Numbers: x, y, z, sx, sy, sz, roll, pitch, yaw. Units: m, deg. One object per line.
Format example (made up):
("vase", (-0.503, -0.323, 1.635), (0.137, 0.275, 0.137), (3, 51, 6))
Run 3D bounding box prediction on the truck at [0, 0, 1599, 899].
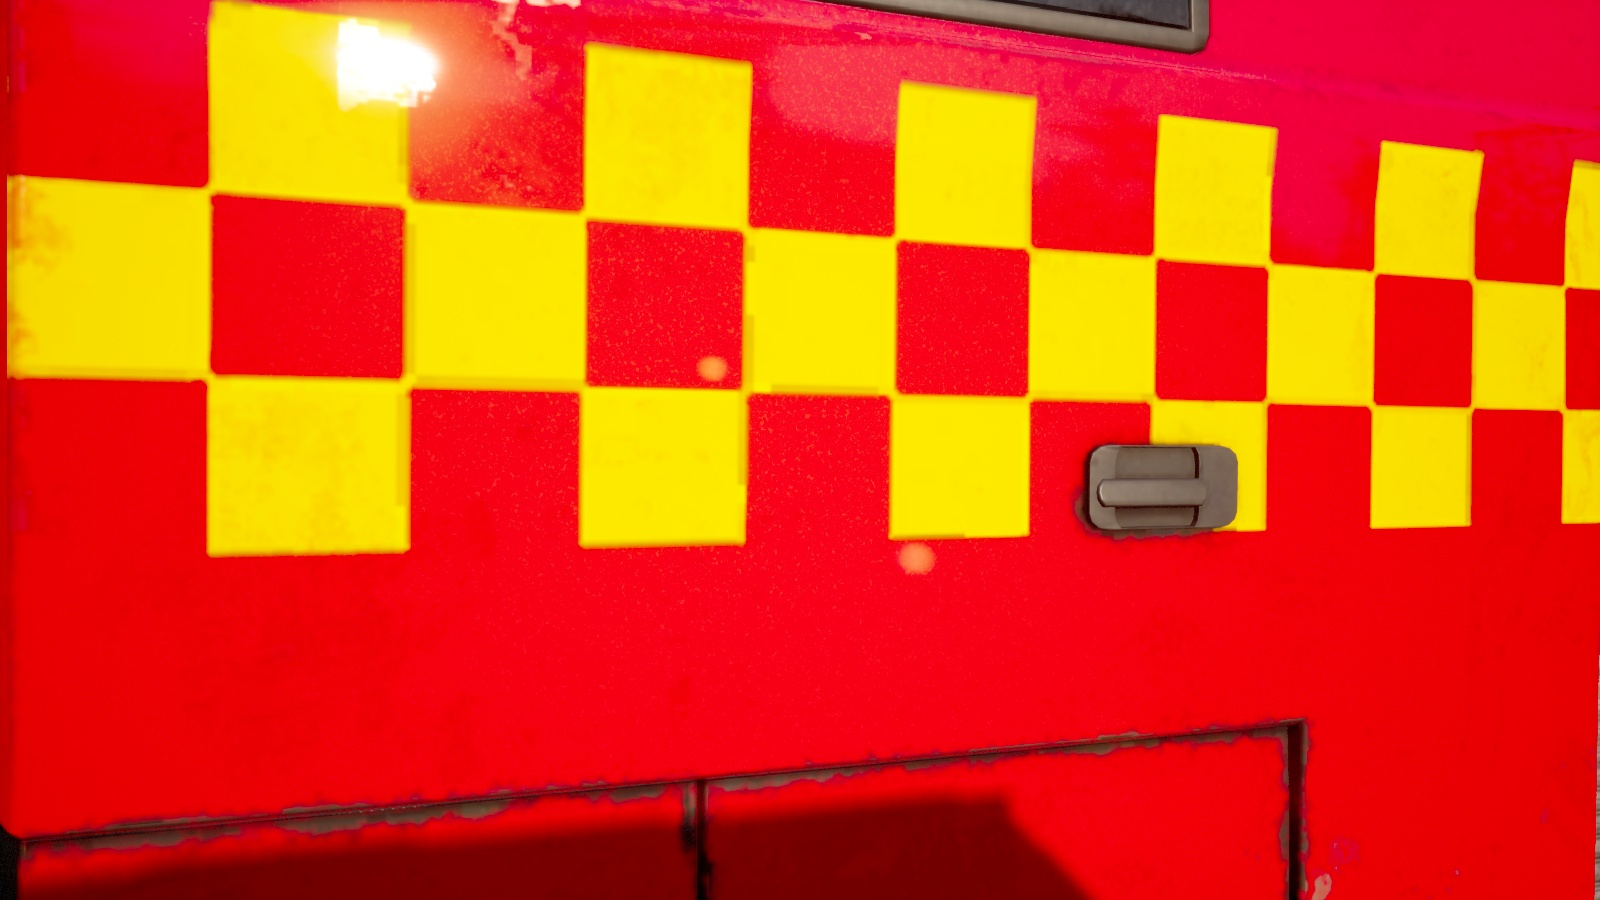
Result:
("truck", (0.048, -0.420, 3.242), (8.468, 3.827, 2.891), (-1, 1, -21))
